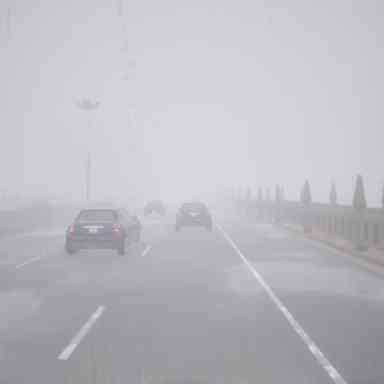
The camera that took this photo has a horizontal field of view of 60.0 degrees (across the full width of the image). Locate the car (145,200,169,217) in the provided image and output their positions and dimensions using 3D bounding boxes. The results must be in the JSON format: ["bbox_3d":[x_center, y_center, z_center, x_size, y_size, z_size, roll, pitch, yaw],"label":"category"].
[{"bbox_3d":[-3.402,1.513,31.776,1.837,1.490,4.892,0,0,0],"label":"car"}]

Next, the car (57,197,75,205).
[{"bbox_3d":[-21.208,1.576,56.304,1.812,1.442,4.674,0,0,-2],"label":"car"}]

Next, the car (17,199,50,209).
[{"bbox_3d":[-17.553,1.502,37.044,2.128,1.511,4.902,0,0,0],"label":"car"}]

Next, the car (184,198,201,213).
[{"bbox_3d":[0.086,1.488,38.969,1.882,1.535,5.008,0,0,0],"label":"car"}]

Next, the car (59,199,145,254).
[{"bbox_3d":[-3.400,1.355,13.588,2.097,1.767,4.553,0,0,0],"label":"car"}]

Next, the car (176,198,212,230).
[{"bbox_3d":[0.099,1.357,21.129,2.097,1.767,4.553,0,0,0],"label":"car"}]
